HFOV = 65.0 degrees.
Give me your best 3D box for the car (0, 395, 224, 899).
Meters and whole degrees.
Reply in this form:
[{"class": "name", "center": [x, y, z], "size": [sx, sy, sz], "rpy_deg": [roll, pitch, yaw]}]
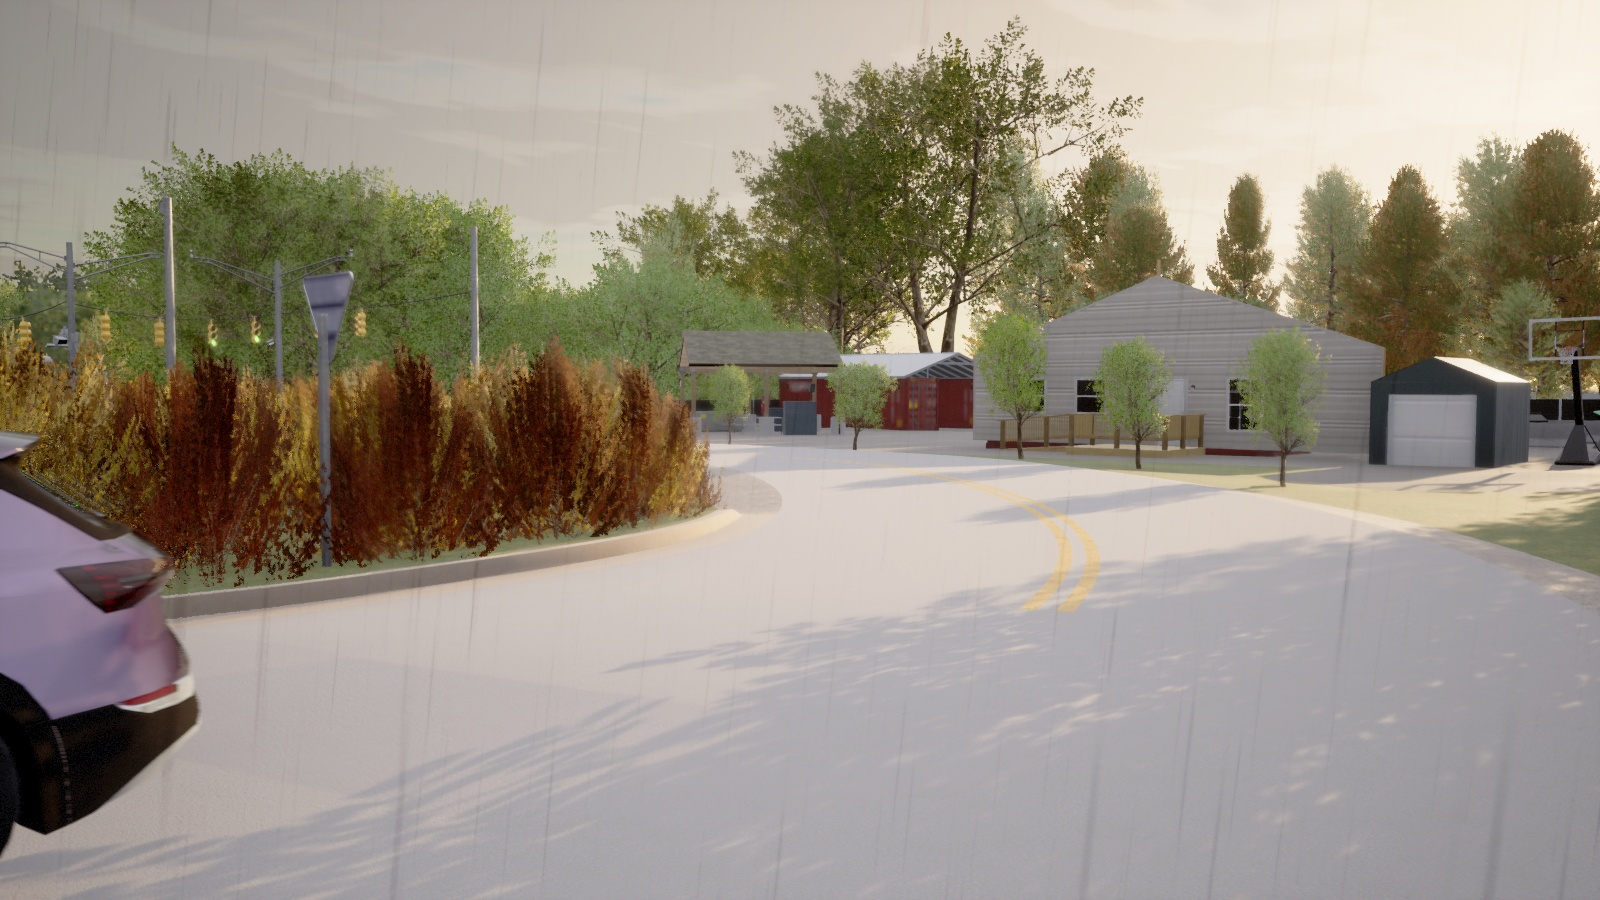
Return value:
[{"class": "car", "center": [-4.436, 0.648, 3.427], "size": [4.856, 1.649, 2.033], "rpy_deg": [-1, 2, -39]}]
